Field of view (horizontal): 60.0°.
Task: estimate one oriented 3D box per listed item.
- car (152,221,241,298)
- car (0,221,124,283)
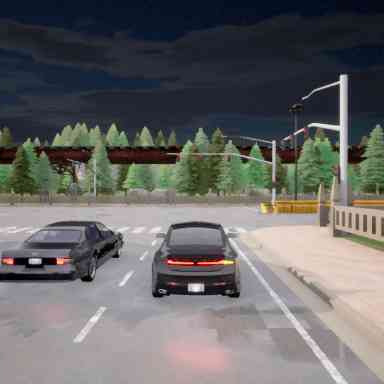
[{"bbox_3d":[0.103,1.505,8.519,1.837,1.490,4.892,0,0,1],"label":"car"},{"bbox_3d":[-3.383,1.547,9.709,2.033,1.411,5.357,0,0,0],"label":"car"}]
